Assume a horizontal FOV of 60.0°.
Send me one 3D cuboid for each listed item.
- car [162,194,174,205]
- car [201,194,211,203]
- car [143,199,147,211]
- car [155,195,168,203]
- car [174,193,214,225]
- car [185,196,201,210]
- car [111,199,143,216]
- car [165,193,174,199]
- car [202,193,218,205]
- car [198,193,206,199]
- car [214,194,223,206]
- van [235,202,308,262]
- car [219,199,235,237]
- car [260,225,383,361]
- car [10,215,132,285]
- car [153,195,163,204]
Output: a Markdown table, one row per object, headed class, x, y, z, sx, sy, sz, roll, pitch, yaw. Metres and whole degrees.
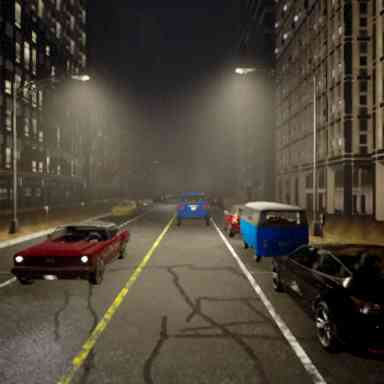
| class | x | y | z | sx | sy | sz | roll | pitch | yaw |
| --- | --- | --- | --- | --- | --- | --- | --- | --- | --- |
| car | -3.095 | 1.329 | 51.935 | 1.895 | 1.301 | 4.718 | 0 | 0 | 0 |
| car | 2.671 | 1.189 | 62.995 | 1.752 | 1.417 | 4.829 | 0 | 0 | 0 |
| car | -5.700 | 1.376 | 34.374 | 2.008 | 1.369 | 4.403 | 0 | 0 | 0 |
| car | -5.710 | 1.231 | 62.836 | 1.947 | 1.339 | 4.313 | 0 | 0 | 0 |
| car | 0.095 | 1.107 | 23.205 | 2.150 | 2.045 | 5.566 | 0 | 0 | 0 |
| car | 0.085 | 1.294 | 41.386 | 1.837 | 1.490 | 4.892 | 0 | 1 | 0 |
| car | -5.698 | 1.383 | 28.511 | 1.752 | 1.417 | 4.829 | 0 | 0 | 0 |
| car | -5.718 | 1.077 | 85.604 | 2.008 | 1.369 | 4.403 | 0 | 0 | 0 |
| car | 2.676 | 1.046 | 51.441 | 2.192 | 1.841 | 5.009 | 0 | 0 | 0 |
| car | 2.661 | 1.056 | 91.287 | 1.947 | 1.339 | 4.313 | 0 | 0 | 0 |
| car | 2.680 | 1.110 | 40.057 | 2.192 | 1.841 | 5.009 | 0 | 0 | 0 |
| van | 2.689 | 1.285 | 11.597 | 1.690 | 1.788 | 3.998 | 0 | 0 | 0 |
| car | 2.687 | 1.356 | 17.289 | 1.967 | 1.590 | 4.097 | 0 | 0 | 0 |
| car | 2.691 | 1.538 | 5.905 | 1.947 | 1.339 | 4.313 | 0 | 0 | 0 |
| car | -3.103 | 1.555 | 9.499 | 1.895 | 1.301 | 4.718 | 0 | 0 | 0 |
| car | -5.707 | 1.249 | 57.143 | 2.008 | 1.369 | 4.403 | 0 | 0 | 0 |
